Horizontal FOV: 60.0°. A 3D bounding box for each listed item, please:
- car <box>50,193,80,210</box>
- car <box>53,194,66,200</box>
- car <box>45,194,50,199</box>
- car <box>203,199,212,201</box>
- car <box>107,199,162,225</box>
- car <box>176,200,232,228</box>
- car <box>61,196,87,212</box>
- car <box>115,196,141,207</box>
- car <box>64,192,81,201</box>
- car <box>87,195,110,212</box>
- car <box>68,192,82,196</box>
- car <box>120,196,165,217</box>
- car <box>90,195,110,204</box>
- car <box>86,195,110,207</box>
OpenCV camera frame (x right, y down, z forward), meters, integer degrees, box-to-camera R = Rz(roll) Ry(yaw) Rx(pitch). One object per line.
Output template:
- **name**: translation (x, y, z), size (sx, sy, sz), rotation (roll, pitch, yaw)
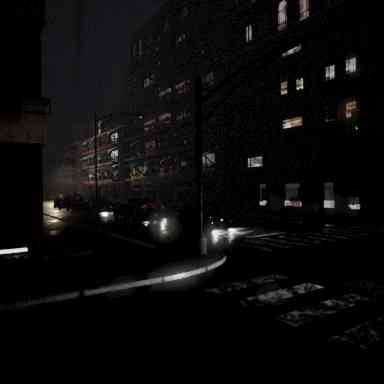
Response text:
- **car**: translation (-15.755, 1.313, 41.124), size (1.967, 1.590, 4.097), rotation (-1, 1, -35)
- **car**: translation (-31.401, 1.124, 78.645), size (2.008, 1.369, 4.403), rotation (-1, 1, -35)
- **car**: translation (-34.718, 1.075, 83.467), size (1.752, 1.417, 4.829), rotation (-1, 1, -35)
- **car**: translation (0.894, 1.360, 31.894), size (1.887, 1.381, 4.507), rotation (-1, 1, -35)
- **car**: translation (-4.301, 1.509, 24.251), size (1.887, 1.381, 4.507), rotation (-1, 1, -35)
- **car**: translation (0.690, 1.508, 21.793), size (1.994, 1.385, 4.181), rotation (-1, 1, -34)
- **car**: translation (-12.533, 1.448, 36.443), size (2.008, 1.369, 4.403), rotation (-1, 1, -35)
- **car**: translation (-8.950, 1.266, 46.016), size (1.752, 1.417, 4.829), rotation (-1, 1, -35)
- **car**: translation (-24.961, 0.935, 69.280), size (2.192, 1.841, 5.009), rotation (-1, 1, -35)
- **car**: translation (-9.799, 1.426, 37.045), size (1.994, 1.385, 4.181), rotation (-1, 1, -35)
- **car**: translation (-19.698, 1.210, 56.885), size (2.128, 1.511, 4.902), rotation (-1, 1, -35)
- **car**: translation (-4.204, 1.258, 28.899), size (2.097, 1.767, 4.553), rotation (-1, 1, -35)
- **car**: translation (-15.392, 1.217, 55.378), size (1.752, 1.417, 4.829), rotation (-1, 1, -35)
- **car**: translation (-13.746, 1.267, 48.323), size (1.837, 1.490, 4.892), rotation (-1, 1, -34)
